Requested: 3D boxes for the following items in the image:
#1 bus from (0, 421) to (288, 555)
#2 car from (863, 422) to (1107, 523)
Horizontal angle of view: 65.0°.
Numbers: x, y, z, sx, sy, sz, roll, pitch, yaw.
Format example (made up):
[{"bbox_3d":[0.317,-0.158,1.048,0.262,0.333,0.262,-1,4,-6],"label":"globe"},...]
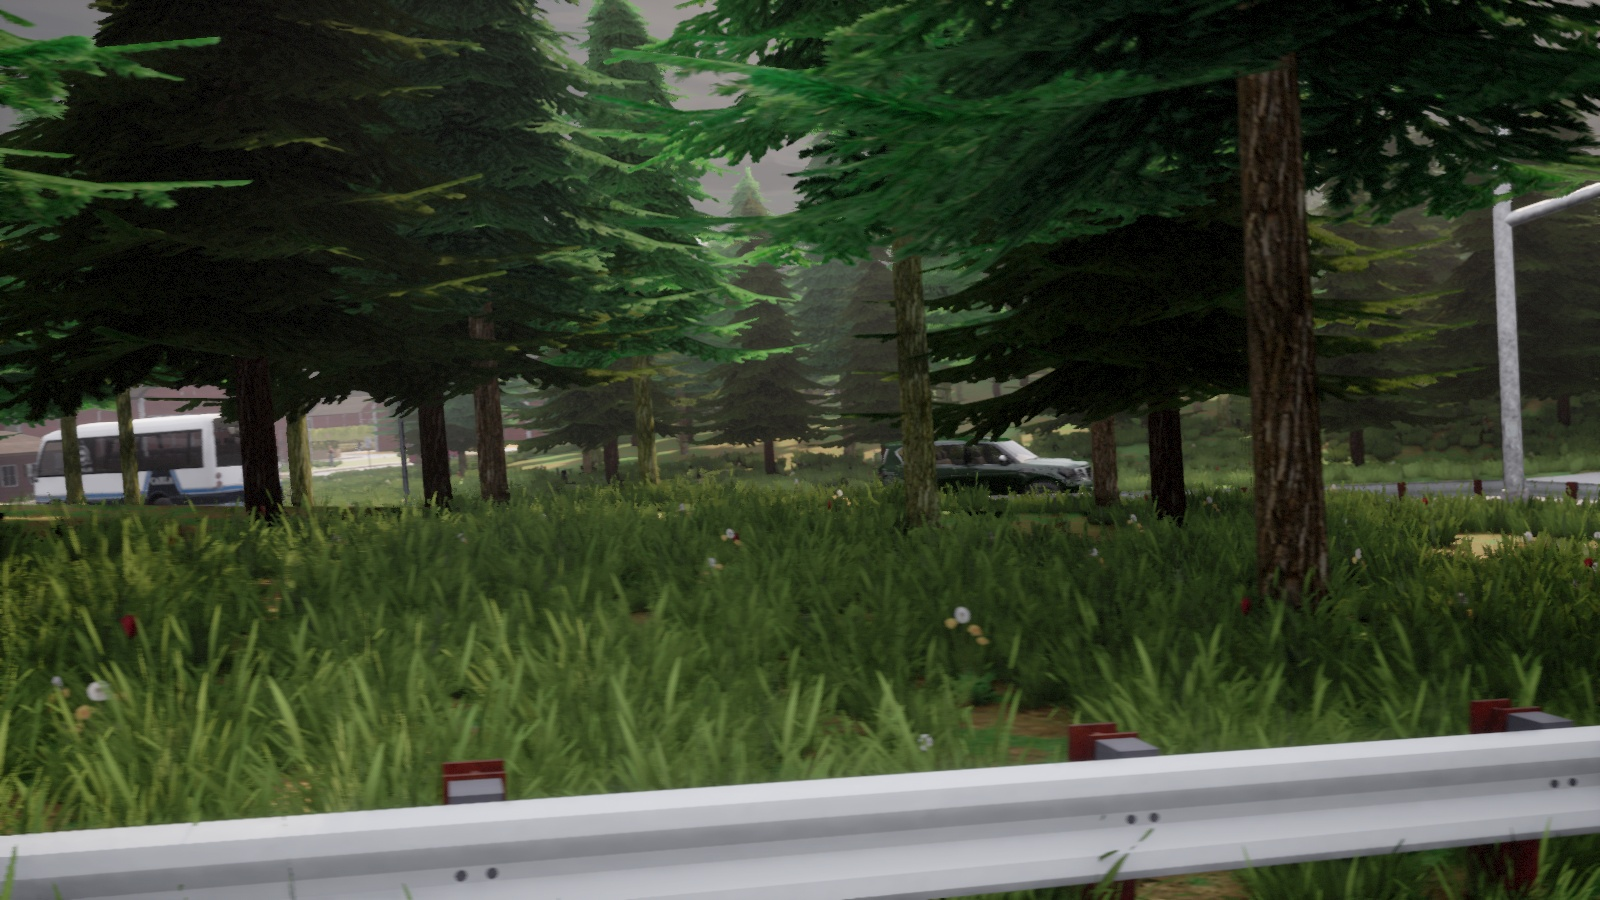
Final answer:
[{"bbox_3d":[-25.384,1.494,48.515,10.273,4.253,3.944,-4,3,24],"label":"bus"},{"bbox_3d":[4.639,0.568,31.574,5.566,2.045,2.150,-4,3,24],"label":"car"}]
